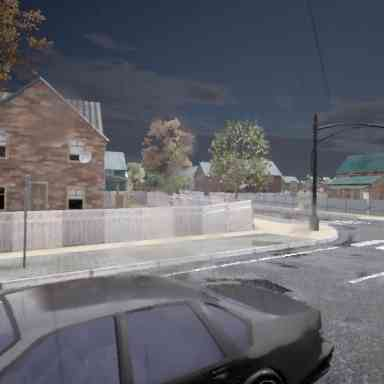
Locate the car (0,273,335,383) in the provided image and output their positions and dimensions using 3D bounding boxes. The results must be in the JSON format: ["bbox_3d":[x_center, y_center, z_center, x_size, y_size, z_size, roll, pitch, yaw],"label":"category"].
[{"bbox_3d":[-0.994,1.548,2.847,5.357,1.411,2.033,0,0,-35],"label":"car"}]

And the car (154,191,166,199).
[{"bbox_3d":[-6.196,0.640,61.715,1.812,1.442,4.674,1,1,-20],"label":"car"}]
